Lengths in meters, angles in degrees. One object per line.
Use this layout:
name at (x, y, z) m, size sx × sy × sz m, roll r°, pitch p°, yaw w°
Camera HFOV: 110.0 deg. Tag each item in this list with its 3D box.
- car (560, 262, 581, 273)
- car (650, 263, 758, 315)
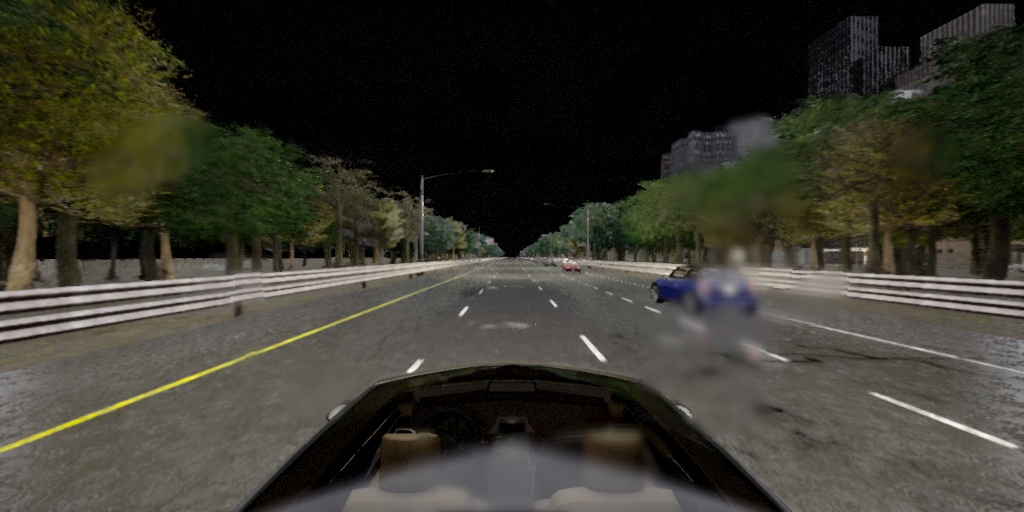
car at (7.060, 1.391, 43.602) m, size 1.895 × 1.301 × 4.718 m, roll 0°, pitch 0°, yaw 0°
car at (7.001, 1.108, 13.646) m, size 2.097 × 1.767 × 4.553 m, roll 0°, pitch 0°, yaw 0°
